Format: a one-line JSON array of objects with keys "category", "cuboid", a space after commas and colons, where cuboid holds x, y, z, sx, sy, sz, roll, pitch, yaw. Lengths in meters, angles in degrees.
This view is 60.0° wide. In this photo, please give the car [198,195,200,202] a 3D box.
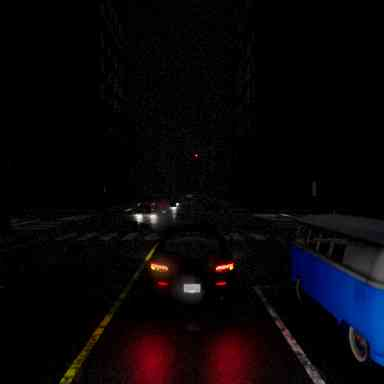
[{"category": "car", "cuboid": [2.508, 1.535, 55.703, 2.008, 1.369, 4.403, 0, 0, -1]}]

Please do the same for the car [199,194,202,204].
[{"category": "car", "cuboid": [2.582, 1.428, 50.177, 1.967, 1.590, 4.097, 0, 0, -1]}]

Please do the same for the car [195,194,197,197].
[{"category": "car", "cuboid": [2.284, 1.521, 72.279, 2.008, 1.369, 4.403, 0, 0, -1]}]

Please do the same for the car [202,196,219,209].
[{"category": "car", "cuboid": [2.655, 1.516, 44.822, 1.752, 1.417, 4.829, 0, 0, -1]}]

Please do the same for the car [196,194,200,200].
[{"category": "car", "cuboid": [2.358, 1.520, 66.755, 1.887, 1.381, 4.507, 0, 0, -1]}]

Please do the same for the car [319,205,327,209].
[{"category": "car", "cuboid": [14.424, 1.583, 32.096, 4.718, 1.301, 1.895, 0, 0, 2]}]

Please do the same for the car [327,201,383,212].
[{"category": "car", "cuboid": [14.609, 1.517, 28.845, 4.674, 1.442, 1.812, 0, 0, -3]}]

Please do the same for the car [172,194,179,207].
[{"category": "car", "cuboid": [-3.378, 1.488, 50.818, 1.837, 1.490, 4.892, 0, 1, -1]}]

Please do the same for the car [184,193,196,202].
[{"category": "car", "cuboid": [-0.600, 1.561, 74.209, 1.895, 1.301, 4.718, 0, 0, -1]}]

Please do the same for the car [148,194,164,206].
[{"category": "car", "cuboid": [-6.017, 1.299, 55.588, 2.192, 1.841, 5.009, 0, 0, -1]}]

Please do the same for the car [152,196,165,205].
[{"category": "car", "cuboid": [-6.092, 1.531, 61.114, 2.008, 1.369, 4.403, 0, 0, -1]}]

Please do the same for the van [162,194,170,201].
[{"category": "van", "cuboid": [-6.388, 1.299, 83.214, 1.690, 1.788, 3.998, 0, 0, -1]}]

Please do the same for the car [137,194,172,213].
[{"category": "car", "cuboid": [-4.270, 1.339, 36.357, 2.097, 1.767, 4.553, 0, 0, 16]}]

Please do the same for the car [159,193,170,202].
[{"category": "car", "cuboid": [-6.316, 1.279, 77.690, 2.192, 1.841, 5.009, 0, 0, -1]}]

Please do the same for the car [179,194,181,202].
[{"category": "car", "cuboid": [-3.525, 1.539, 66.709, 1.994, 1.385, 4.181, 0, 0, 0]}]

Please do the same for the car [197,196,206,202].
[{"category": "car", "cuboid": [2.209, 1.546, 77.805, 1.802, 1.307, 4.206, 0, 0, -1]}]

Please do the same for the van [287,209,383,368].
[{"category": "van", "cuboid": [2.855, 1.341, 5.463, 1.690, 1.788, 3.998, 0, 0, 0]}]

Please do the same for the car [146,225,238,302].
[{"category": "car", "cuboid": [0.001, 1.525, 8.141, 1.812, 1.442, 4.674, 0, 0, 0]}]

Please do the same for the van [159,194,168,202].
[{"category": "van", "cuboid": [-6.241, 1.312, 72.164, 1.690, 1.788, 3.998, 0, 0, -1]}]

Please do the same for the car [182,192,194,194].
[{"category": "car", "cuboid": [-0.734, 1.076, 84.209, 2.150, 2.045, 5.566, 0, 0, -1]}]
